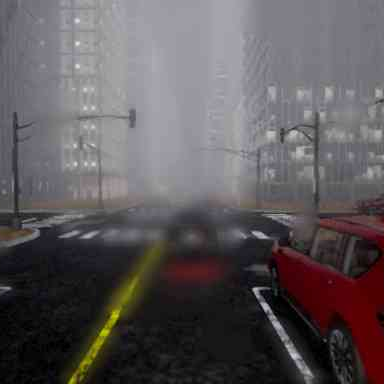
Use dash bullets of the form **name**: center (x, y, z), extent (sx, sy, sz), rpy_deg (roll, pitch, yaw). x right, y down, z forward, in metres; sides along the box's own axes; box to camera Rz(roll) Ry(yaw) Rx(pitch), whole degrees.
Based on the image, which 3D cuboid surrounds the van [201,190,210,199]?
- **van**: center (2.827, 0.578, 70.537), extent (1.690, 1.788, 3.998), rpy_deg (-1, 1, 0)

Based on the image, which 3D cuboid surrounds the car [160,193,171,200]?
- **car**: center (-5.071, 0.880, 65.021), extent (1.802, 1.307, 4.206), rpy_deg (-1, 1, 0)

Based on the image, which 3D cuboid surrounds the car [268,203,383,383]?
- **car**: center (2.570, 1.261, 4.985), extent (2.192, 1.841, 5.009), rpy_deg (-1, 1, 0)

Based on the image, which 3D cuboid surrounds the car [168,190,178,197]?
- **car**: center (-4.989, 0.367, 87.115), extent (2.192, 1.841, 5.009), rpy_deg (-1, 1, 0)

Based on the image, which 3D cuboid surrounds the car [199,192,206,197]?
- **car**: center (2.917, 0.572, 92.636), extent (1.802, 1.307, 4.206), rpy_deg (-1, 1, 0)

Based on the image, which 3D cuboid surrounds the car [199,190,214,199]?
- **car**: center (2.750, 0.734, 53.964), extent (2.192, 1.841, 5.009), rpy_deg (-1, 1, 0)

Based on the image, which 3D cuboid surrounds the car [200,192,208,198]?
- **car**: center (2.873, 0.658, 81.587), extent (1.887, 1.381, 4.507), rpy_deg (-1, 1, 0)

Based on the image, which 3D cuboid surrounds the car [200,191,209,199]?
- **car**: center (2.850, 0.615, 76.062), extent (1.967, 1.590, 4.097), rpy_deg (-1, 1, 0)

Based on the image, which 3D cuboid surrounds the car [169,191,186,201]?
- **car**: center (-2.572, 0.925, 59.236), extent (1.994, 1.385, 4.181), rpy_deg (0, 1, 1)

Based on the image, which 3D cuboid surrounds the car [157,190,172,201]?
- **car**: center (-5.095, 0.799, 59.495), extent (1.967, 1.590, 4.097), rpy_deg (-1, 1, 0)

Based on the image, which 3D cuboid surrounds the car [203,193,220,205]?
- **car**: center (2.690, 1.120, 42.918), extent (1.802, 1.307, 4.206), rpy_deg (-1, 1, 0)

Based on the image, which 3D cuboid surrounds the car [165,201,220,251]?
- **car**: center (-0.062, 1.334, 13.345), extent (1.882, 1.535, 5.008), rpy_deg (0, 1, -2)

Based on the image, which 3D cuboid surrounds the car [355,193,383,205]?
- **car**: center (16.674, 0.972, 28.715), extent (5.009, 1.841, 2.192), rpy_deg (0, 1, 0)
